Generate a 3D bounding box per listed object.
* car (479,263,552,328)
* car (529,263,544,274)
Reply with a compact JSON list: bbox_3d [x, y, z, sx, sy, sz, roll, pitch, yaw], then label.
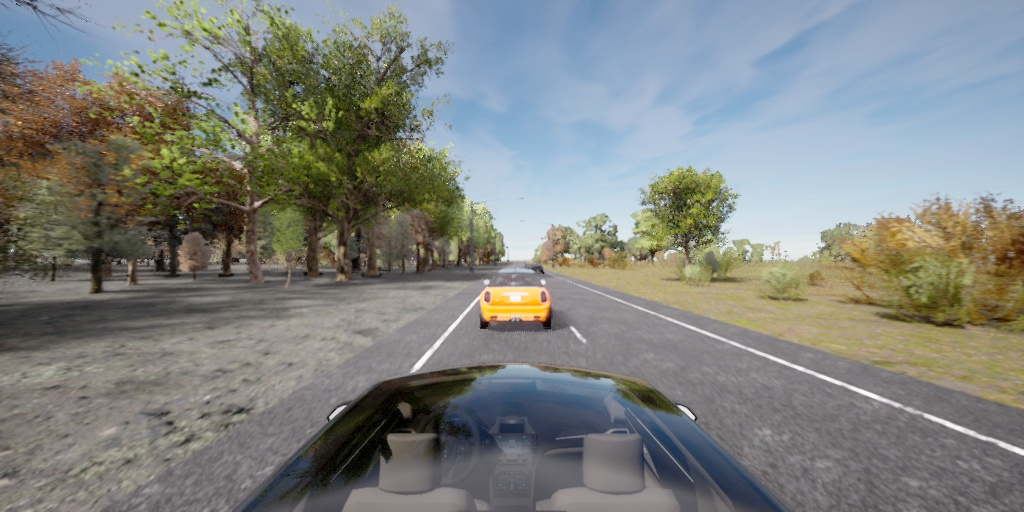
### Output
[{"bbox_3d":[0.097,1.215,12.028,2.097,1.767,4.553,0,-1,0],"label":"car"},{"bbox_3d":[3.596,1.815,52.419,1.837,1.490,4.892,0,-1,0],"label":"car"}]
